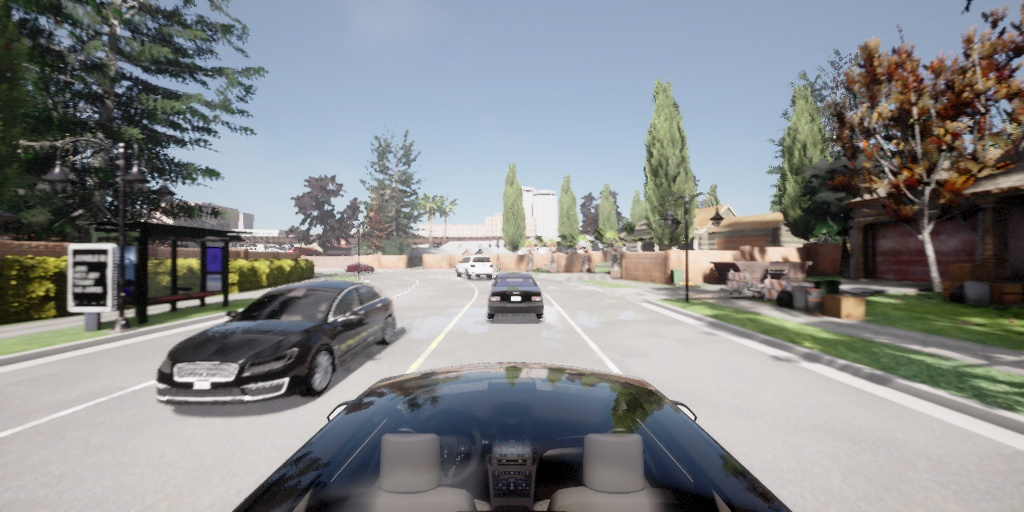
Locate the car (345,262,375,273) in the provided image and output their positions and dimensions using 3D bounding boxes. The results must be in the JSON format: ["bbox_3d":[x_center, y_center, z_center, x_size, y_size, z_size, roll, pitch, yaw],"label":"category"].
[{"bbox_3d":[-19.460,1.507,45.974,4.181,1.385,1.994,-1,-1,34],"label":"car"}]

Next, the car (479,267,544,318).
[{"bbox_3d":[0.079,1.298,13.021,2.033,1.411,5.357,0,0,-1],"label":"car"}]

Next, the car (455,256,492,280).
[{"bbox_3d":[-3.463,1.006,32.194,2.150,2.045,5.566,0,0,-23],"label":"car"}]

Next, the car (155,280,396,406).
[{"bbox_3d":[-3.631,1.255,6.612,1.837,1.490,4.892,0,0,0],"label":"car"}]
